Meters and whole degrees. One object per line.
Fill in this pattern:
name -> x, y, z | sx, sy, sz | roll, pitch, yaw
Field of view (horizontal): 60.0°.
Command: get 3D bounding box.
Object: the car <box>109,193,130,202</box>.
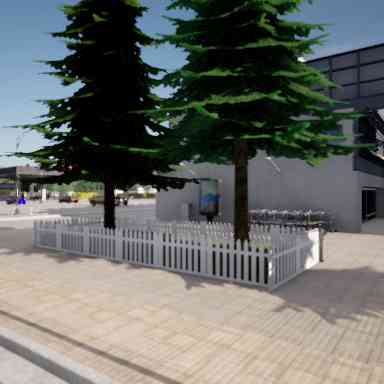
car -> -16.216, 1.253, 74.585 | 4.605, 1.855, 1.932 | 0, 0, 36

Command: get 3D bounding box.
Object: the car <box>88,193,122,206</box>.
car -> -12.969, 1.204, 48.874 | 4.605, 1.855, 1.932 | 0, 0, 36

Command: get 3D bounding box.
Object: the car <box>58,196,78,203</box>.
car -> -24.142, 1.455, 64.949 | 4.514, 1.523, 2.007 | 0, 0, 36

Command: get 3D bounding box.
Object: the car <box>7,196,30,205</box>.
car -> -30.074, 1.477, 56.907 | 3.633, 1.501, 1.845 | 0, 0, 36

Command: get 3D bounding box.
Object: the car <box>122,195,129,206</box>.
car -> -11.587, 1.185, 51.463 | 3.866, 1.878, 1.905 | 0, 0, 36

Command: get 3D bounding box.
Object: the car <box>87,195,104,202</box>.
car -> -23.083, 1.539, 79.558 | 3.806, 1.475, 1.970 | 0, 0, 36
